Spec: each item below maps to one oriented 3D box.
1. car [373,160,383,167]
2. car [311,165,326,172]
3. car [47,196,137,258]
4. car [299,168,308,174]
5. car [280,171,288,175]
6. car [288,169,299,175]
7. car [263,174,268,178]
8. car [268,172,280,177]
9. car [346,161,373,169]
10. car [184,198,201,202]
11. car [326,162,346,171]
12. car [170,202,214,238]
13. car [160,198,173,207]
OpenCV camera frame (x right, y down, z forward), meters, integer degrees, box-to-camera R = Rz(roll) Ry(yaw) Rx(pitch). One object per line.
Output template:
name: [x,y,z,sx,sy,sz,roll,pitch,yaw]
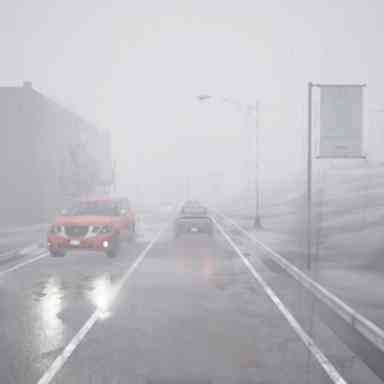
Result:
car: [24.230,-3.424,39.461,2.002,1.452,4.674,0,1,-7]
car: [22.437,-3.771,56.131,2.097,1.535,5.008,0,1,-4]
car: [-3.611,1.217,13.109,2.150,2.045,5.566,0,0,0]
car: [22.084,-3.833,61.668,2.002,1.452,4.674,0,1,-3]
car: [21.720,-4.048,72.728,2.231,1.521,4.892,0,1,-1]
car: [21.850,-3.969,67.210,2.231,1.521,4.892,0,1,-1]
car: [21.360,-4.204,89.158,2.002,1.452,4.674,0,1,-1]
car: [21.480,-4.305,83.664,2.185,1.767,4.553,0,1,-1]
car: [23.527,-3.535,44.935,2.163,1.488,4.792,0,1,-6]
car: [0.091,1.509,40.957,2.128,1.511,4.902,0,0,0]
car: [22.906,-3.795,50.625,2.185,1.767,4.553,0,1,-5]
car: [0.098,1.486,17.455,2.128,1.511,4.902,0,0,0]
car: [-4.287,1.681,55.266,2.128,1.511,4.902,0,-1,-7]
